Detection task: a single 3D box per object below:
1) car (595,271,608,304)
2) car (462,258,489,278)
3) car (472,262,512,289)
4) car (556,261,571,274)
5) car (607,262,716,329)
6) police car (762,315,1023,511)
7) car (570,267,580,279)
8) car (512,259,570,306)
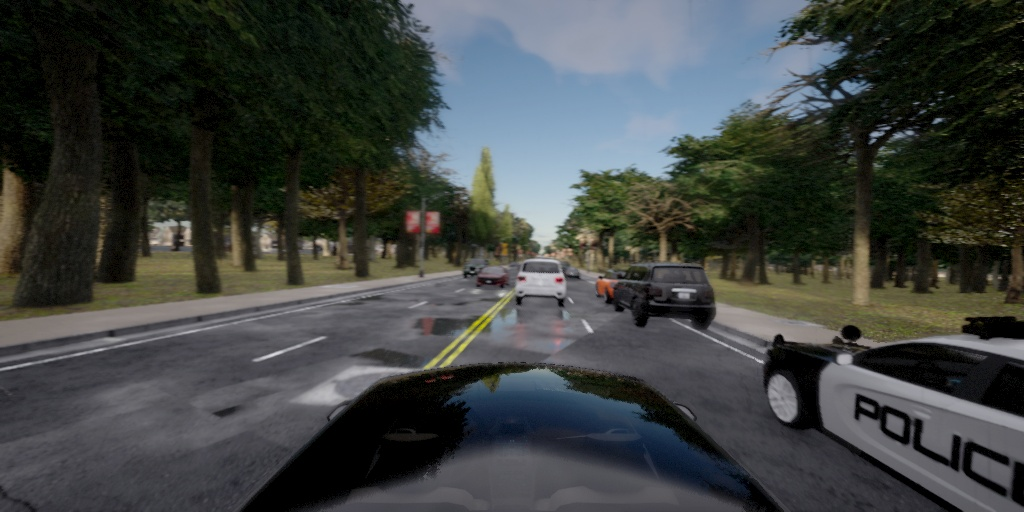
[{"bbox_3d":[5.670,1.466,18.745,2.097,1.767,4.553,2,-1,5],"label":"car"},{"bbox_3d":[-3.502,1.235,36.943,2.150,2.045,5.566,2,-1,6],"label":"car"},{"bbox_3d":[-1.276,1.442,25.826,1.882,1.535,5.008,2,-1,5],"label":"car"},{"bbox_3d":[8.546,1.886,59.940,2.150,2.045,5.566,2,-1,5],"label":"car"},{"bbox_3d":[5.123,1.258,12.830,2.150,2.045,5.566,2,-1,5],"label":"car"},{"bbox_3d":[4.192,1.325,2.952,1.930,1.638,5.238,2,-1,5],"label":"police car"},{"bbox_3d":[6.947,1.980,42.446,1.994,1.385,4.181,2,-1,6],"label":"car"},{"bbox_3d":[1.418,1.184,17.509,2.150,2.045,5.566,2,-1,5],"label":"car"}]
